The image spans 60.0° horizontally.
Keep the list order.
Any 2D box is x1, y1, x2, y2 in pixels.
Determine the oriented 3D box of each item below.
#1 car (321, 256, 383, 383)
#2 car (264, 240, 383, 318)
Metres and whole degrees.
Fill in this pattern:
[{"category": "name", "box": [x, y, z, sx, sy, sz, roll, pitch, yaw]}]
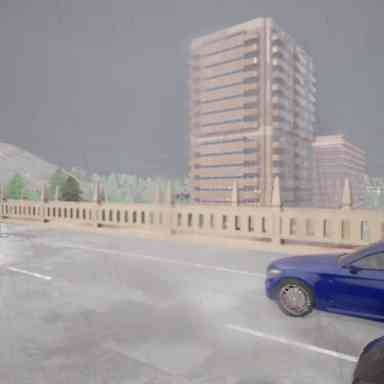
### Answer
[{"category": "car", "box": [3.405, 1.506, 1.564, 4.892, 1.490, 1.837, 0, 0, 35]}, {"category": "car", "box": [3.586, 1.526, 5.732, 4.674, 1.442, 1.812, 0, 0, 35]}]
